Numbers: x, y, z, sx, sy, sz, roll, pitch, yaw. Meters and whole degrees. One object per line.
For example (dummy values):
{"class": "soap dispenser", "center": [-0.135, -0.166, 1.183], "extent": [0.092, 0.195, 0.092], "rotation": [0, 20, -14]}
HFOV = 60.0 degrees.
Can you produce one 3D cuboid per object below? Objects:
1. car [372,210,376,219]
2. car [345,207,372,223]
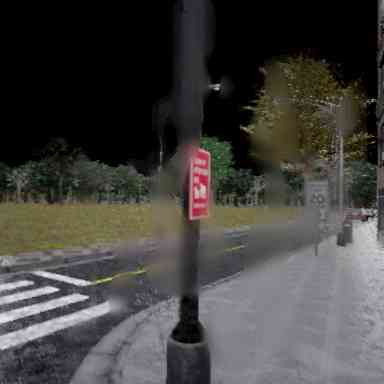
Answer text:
{"class": "car", "center": [25.887, 3.252, 49.130], "extent": [2.033, 1.411, 5.357], "rotation": [0, -2, 34]}
{"class": "car", "center": [20.163, 2.735, 40.589], "extent": [2.097, 1.767, 4.553], "rotation": [0, -2, 34]}
